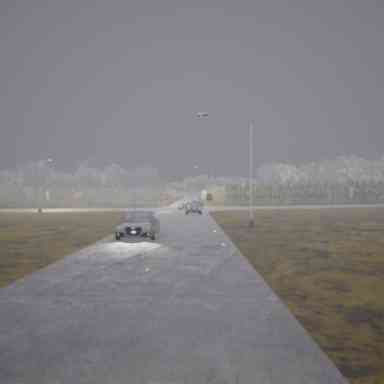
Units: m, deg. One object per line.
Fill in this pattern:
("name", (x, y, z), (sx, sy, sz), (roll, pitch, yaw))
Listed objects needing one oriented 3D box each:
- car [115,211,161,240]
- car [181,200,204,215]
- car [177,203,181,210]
("car", (-2.792, 1.735, 17.855), (1.994, 1.385, 4.181), (0, -1, 0))
("car", (0.121, 1.865, 38.497), (2.033, 1.411, 5.357), (0, 0, -2))
("car", (-0.167, 1.858, 48.308), (2.128, 1.511, 4.902), (-1, 0, 37))
